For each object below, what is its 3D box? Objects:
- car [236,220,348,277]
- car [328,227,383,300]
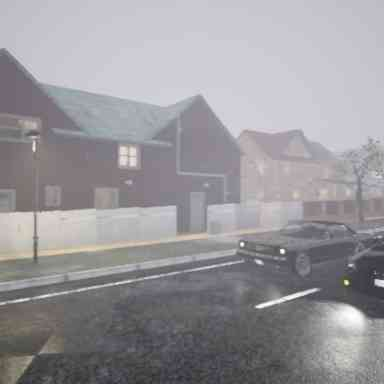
[{"bbox_3d":[3.608,1.575,10.280,4.718,1.301,1.895,0,0,-36],"label":"car"},{"bbox_3d":[5.192,1.529,7.412,4.181,1.385,1.994,0,0,-36],"label":"car"}]
